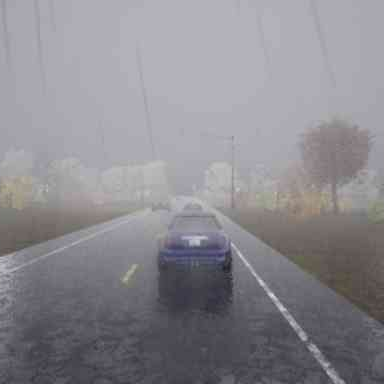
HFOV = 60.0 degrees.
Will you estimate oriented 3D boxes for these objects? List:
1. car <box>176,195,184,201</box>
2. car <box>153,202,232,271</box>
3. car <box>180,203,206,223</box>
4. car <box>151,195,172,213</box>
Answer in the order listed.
[{"bbox_3d":[-3.435,1.755,90.156,2.128,1.511,4.902,0,0,-2],"label":"car"},{"bbox_3d":[0.084,1.391,11.154,2.097,1.767,4.553,0,0,0],"label":"car"},{"bbox_3d":[0.089,1.658,27.017,1.994,1.385,4.181,0,0,0],"label":"car"},{"bbox_3d":[-3.589,1.366,40.168,2.150,2.045,5.566,0,0,0],"label":"car"}]
